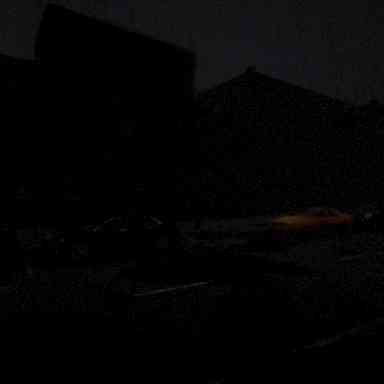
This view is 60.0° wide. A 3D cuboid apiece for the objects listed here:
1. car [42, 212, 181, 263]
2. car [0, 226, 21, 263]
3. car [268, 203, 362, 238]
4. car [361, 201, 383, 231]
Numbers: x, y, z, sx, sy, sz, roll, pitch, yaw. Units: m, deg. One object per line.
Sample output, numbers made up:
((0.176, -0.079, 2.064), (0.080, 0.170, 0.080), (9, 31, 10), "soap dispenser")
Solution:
((-2.726, 1.476, 11.964), (4.892, 1.521, 2.231), (0, 0, -32), "car")
((-7.398, 1.470, 9.012), (4.892, 1.521, 2.231), (0, 0, -32), "car")
((6.450, 1.485, 17.768), (5.366, 1.575, 1.946), (0, 0, -32), "car")
((11.305, 1.369, 20.836), (4.553, 1.767, 2.185), (0, 0, -32), "car")
